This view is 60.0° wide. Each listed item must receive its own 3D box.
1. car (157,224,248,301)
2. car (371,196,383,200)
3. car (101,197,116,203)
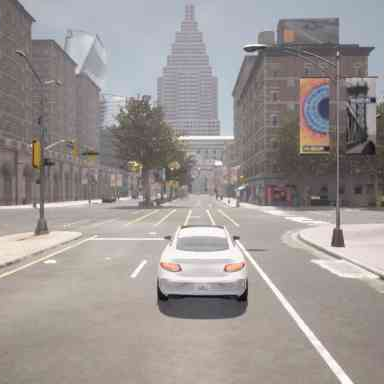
[{"bbox_3d":[0.249,1.526,8.203,1.812,1.442,4.674,0,0,2],"label":"car"},{"bbox_3d":[35.883,1.481,67.520,2.231,1.521,4.892,0,0,1],"label":"car"},{"bbox_3d":[-16.829,1.595,67.246,1.895,1.301,4.718,0,0,1],"label":"car"}]
